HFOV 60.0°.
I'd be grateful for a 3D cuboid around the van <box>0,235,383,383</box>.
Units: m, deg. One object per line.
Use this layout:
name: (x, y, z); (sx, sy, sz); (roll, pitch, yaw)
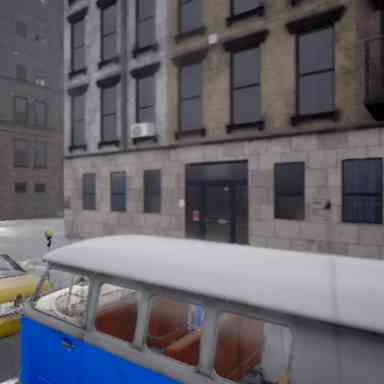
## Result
van: (0.227, 1.342, 2.648); (3.998, 1.788, 1.690); (0, 0, 36)
